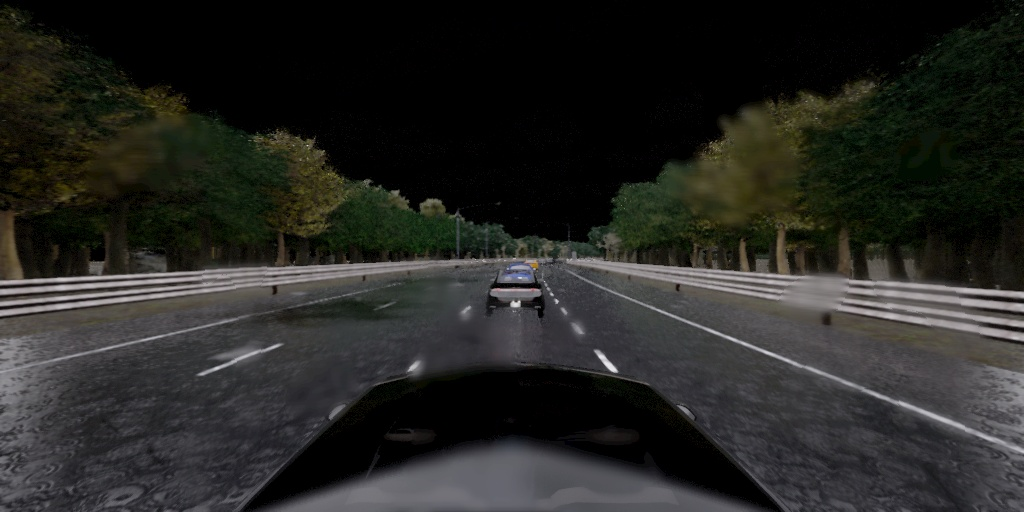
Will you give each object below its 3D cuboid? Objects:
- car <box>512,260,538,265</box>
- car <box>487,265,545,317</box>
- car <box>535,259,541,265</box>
[{"bbox_3d":[0.626,1.253,24.929,1.882,1.535,5.008,0,0,3],"label":"car"},{"bbox_3d":[0.171,1.245,13.143,2.128,1.511,4.902,0,0,2],"label":"car"},{"bbox_3d":[2.833,1.273,52.346,1.882,1.535,5.008,0,0,6],"label":"car"}]
